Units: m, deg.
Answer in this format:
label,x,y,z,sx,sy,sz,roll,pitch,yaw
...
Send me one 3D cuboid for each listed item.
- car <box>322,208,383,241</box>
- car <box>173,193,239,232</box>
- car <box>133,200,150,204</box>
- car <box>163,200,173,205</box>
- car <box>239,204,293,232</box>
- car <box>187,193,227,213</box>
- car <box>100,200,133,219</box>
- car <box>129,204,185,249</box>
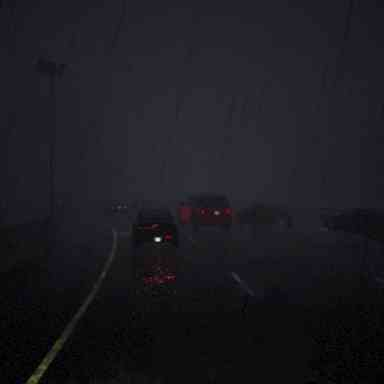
label,x,y,z,sx,sy,sz,roll,pitch,yaw
car,8.677,1.503,16.390,2.033,1.411,5.357,0,0,-11
car,0.637,1.195,20.061,2.150,2.045,5.566,0,0,-14
car,-5.790,1.571,36.669,1.895,1.301,4.718,0,0,-27
car,-2.033,1.560,36.958,1.895,1.301,4.718,0,0,-26
car,4.182,1.455,19.962,2.128,1.511,4.902,0,0,-14
car,1.543,1.170,37.548,2.150,2.045,5.566,0,0,-25
car,-7.798,1.528,32.972,2.033,1.411,5.357,0,0,-26
car,-1.722,1.491,14.678,1.837,1.490,4.892,0,0,-11
